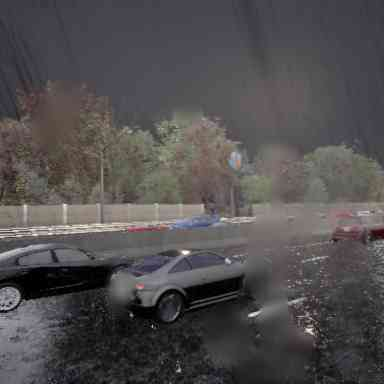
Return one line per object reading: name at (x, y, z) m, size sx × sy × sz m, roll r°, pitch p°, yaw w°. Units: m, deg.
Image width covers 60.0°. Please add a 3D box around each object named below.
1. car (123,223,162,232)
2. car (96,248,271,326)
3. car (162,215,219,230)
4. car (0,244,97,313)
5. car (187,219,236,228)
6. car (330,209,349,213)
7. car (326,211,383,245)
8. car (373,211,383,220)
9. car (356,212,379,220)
car at (-5.008, 4.057, 35.820) m, size 4.718 × 1.301 × 1.895 m, roll 1°, pitch -5°, yaw -38°
car at (0.062, 2.114, 8.403) m, size 4.181 × 1.385 × 1.994 m, roll 1°, pitch -5°, yaw -38°
car at (0.368, 3.202, 31.206) m, size 5.566 × 2.045 × 2.150 m, roll 1°, pitch -5°, yaw -38°
car at (-3.936, 2.247, 9.697) m, size 5.008 × 1.535 × 1.882 m, roll 1°, pitch -5°, yaw -38°
car at (2.529, 3.279, 28.436) m, size 5.357 × 1.411 × 2.033 m, roll 1°, pitch -5°, yaw -38°
car at (26.842, 4.199, 60.973) m, size 5.566 × 2.045 × 2.150 m, roll 1°, pitch -4°, yaw -38°
car at (11.086, 2.359, 21.615) m, size 4.553 × 1.767 × 2.097 m, roll 1°, pitch -5°, yaw -38°
car at (33.309, 4.025, 57.170) m, size 4.902 × 1.511 × 2.128 m, roll 1°, pitch -5°, yaw -38°
car at (31.895, 4.372, 60.484) m, size 4.718 × 1.301 × 1.895 m, roll 1°, pitch -5°, yaw -38°
